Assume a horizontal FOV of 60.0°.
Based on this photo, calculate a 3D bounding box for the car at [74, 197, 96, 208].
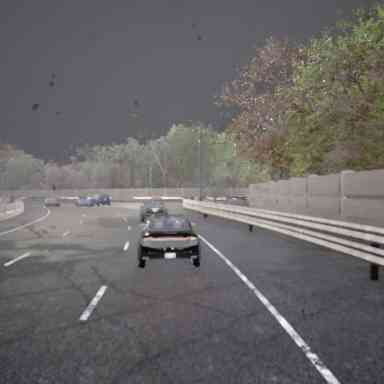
[{"bbox_3d":[-17.025,1.699,51.845,2.033,1.411,5.357,0,0,-29],"label":"car"}]

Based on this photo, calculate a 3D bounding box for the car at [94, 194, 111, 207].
[{"bbox_3d":[-15.390,1.370,55.951,2.150,2.045,5.566,0,0,-31],"label":"car"}]

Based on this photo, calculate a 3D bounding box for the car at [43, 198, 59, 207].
[{"bbox_3d":[-24.034,1.756,56.669,1.994,1.385,4.181,0,0,-32],"label":"car"}]

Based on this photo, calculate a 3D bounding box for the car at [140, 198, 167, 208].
[{"bbox_3d":[-3.111,1.402,26.953,2.097,1.767,4.553,0,0,-9],"label":"car"}]

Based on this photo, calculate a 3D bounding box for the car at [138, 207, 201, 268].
[{"bbox_3d":[-0.811,1.511,11.466,2.128,1.511,4.902,0,0,-5],"label":"car"}]

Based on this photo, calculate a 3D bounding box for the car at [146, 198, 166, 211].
[{"bbox_3d":[-4.675,1.557,43.913,1.882,1.535,5.008,-1,0,3],"label":"car"}]
